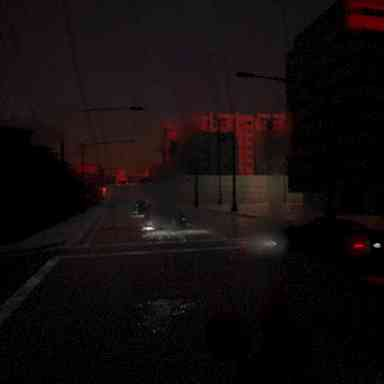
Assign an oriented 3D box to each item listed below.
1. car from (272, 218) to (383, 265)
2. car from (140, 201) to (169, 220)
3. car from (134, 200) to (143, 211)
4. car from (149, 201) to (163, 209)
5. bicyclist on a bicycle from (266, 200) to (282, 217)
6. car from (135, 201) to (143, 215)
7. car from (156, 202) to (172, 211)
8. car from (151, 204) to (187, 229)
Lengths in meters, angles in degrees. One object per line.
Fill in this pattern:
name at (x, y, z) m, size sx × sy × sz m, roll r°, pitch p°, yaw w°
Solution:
car at (4.893, 1.663, 12.231) m, size 2.033 × 1.411 × 5.357 m, roll 0°, pitch -1°, yaw -13°
car at (-3.725, 1.970, 33.525) m, size 2.128 × 1.511 × 4.902 m, roll -1°, pitch -1°, yaw -13°
car at (-8.052, 2.139, 52.848) m, size 2.097 × 1.767 × 4.553 m, roll -1°, pitch -1°, yaw -12°
car at (-6.992, 2.472, 64.407) m, size 2.033 × 1.411 × 5.357 m, roll -1°, pitch -1°, yaw -13°
bicyclist on a bicycle at (7.876, 1.611, 32.009) m, size 1.656 × 1.620 × 0.582 m, roll -1°, pitch -1°, yaw -13°
car at (-5.894, 2.196, 43.146) m, size 1.994 × 1.385 × 4.181 m, roll -1°, pitch -1°, yaw -13°
car at (-4.654, 2.364, 54.387) m, size 1.895 × 1.301 × 4.718 m, roll -1°, pitch -1°, yaw -13°
car at (-1.670, 1.859, 24.441) m, size 1.812 × 1.442 × 4.674 m, roll -1°, pitch -1°, yaw -13°
